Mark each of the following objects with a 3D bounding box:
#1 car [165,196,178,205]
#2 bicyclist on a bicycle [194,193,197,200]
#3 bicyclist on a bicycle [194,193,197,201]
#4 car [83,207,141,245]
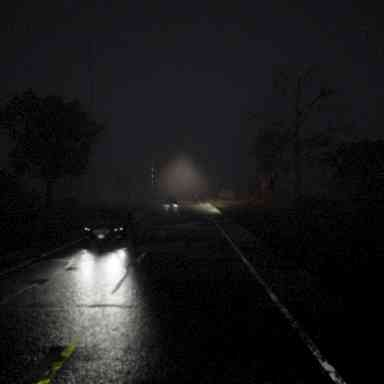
[{"bbox_3d":[-3.559,1.498,58.412,1.812,1.442,4.674,0,0,1],"label":"car"},{"bbox_3d":[0.941,1.276,89.851,0.659,1.776,1.843,0,0,0],"label":"bicyclist on a bicycle"},{"bbox_3d":[0.942,1.384,80.184,0.582,1.620,1.656,0,0,0],"label":"bicyclist on a bicycle"},{"bbox_3d":[-3.603,1.497,15.611,2.128,1.511,4.902,0,0,0],"label":"car"}]
